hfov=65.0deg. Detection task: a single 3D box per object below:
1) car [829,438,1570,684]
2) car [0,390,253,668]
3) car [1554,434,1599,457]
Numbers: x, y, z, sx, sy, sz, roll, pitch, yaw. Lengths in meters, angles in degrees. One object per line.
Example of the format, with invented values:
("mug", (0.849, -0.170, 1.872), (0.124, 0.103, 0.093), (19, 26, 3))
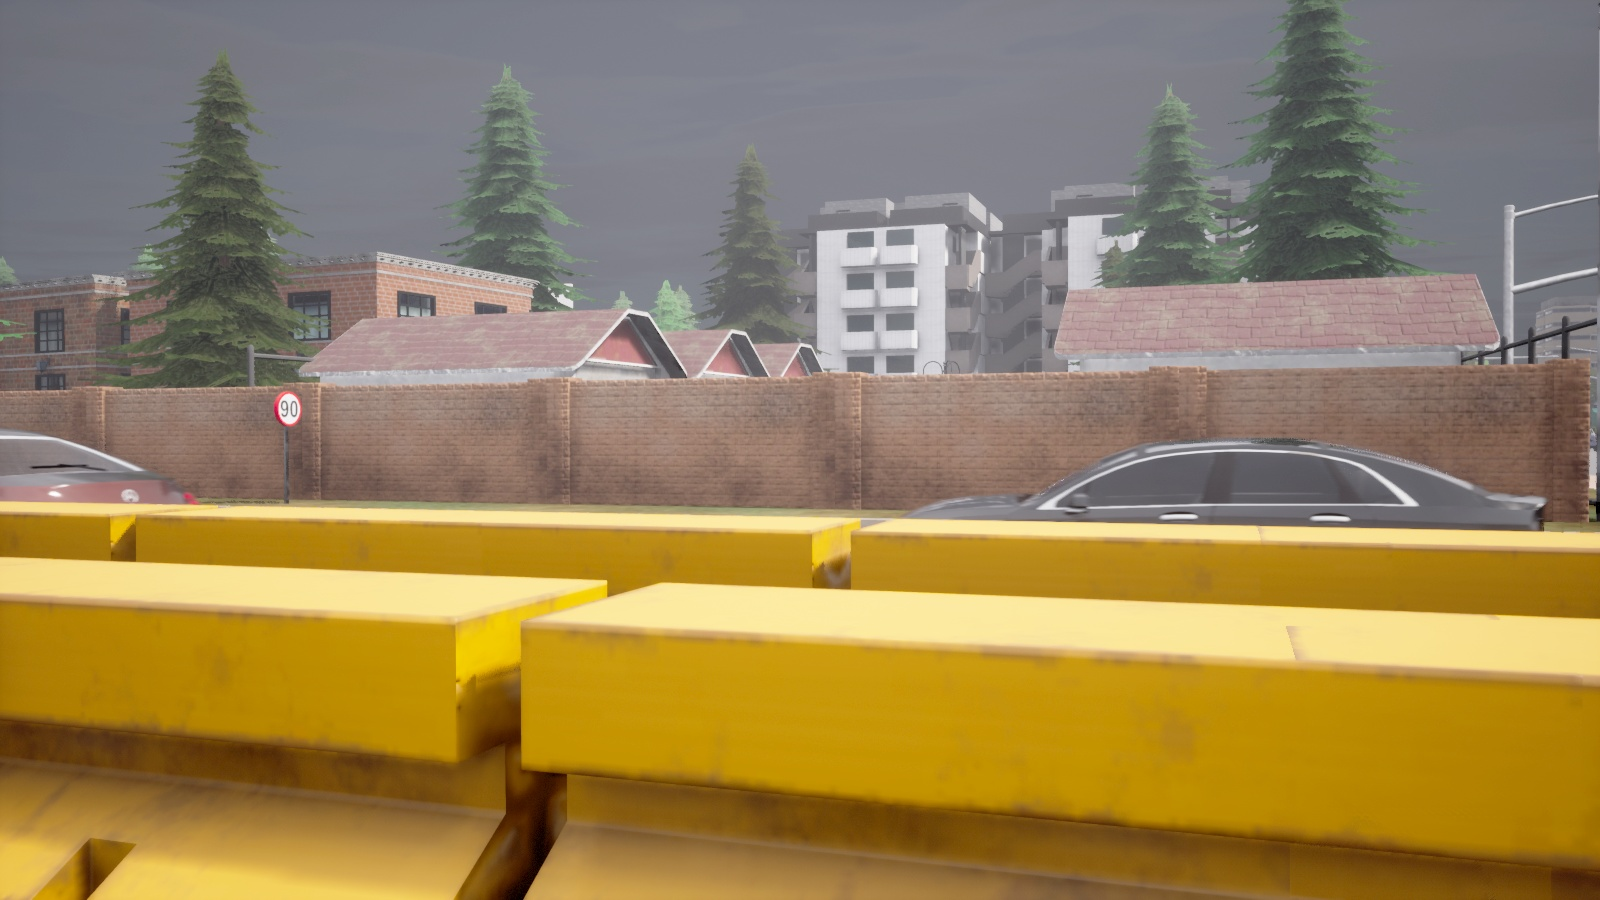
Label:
("car", (2.843, 0.690, 9.621), (4.892, 1.490, 1.837), (1, 1, 19))
("car", (-6.815, 0.433, 9.172), (5.027, 1.651, 2.152), (1, 1, 19))
("car", (50.429, -0.323, 81.439), (1.970, 1.475, 3.806), (1, 1, 20))
